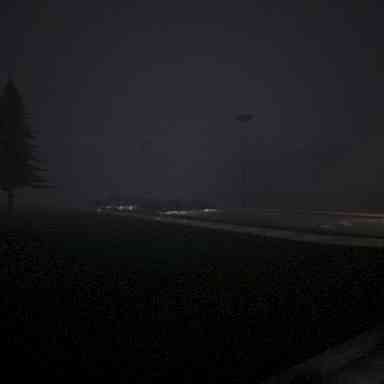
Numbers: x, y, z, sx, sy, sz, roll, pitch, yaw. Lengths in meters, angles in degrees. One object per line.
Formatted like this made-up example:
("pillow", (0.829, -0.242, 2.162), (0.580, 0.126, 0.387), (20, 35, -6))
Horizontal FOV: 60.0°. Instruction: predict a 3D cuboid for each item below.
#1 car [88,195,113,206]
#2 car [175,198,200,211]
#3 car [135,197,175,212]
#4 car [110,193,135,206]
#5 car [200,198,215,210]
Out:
("car", (-14.800, 1.613, 52.877), (1.895, 1.301, 4.718), (0, 0, -36))
("car", (-1.468, 1.479, 40.270), (1.812, 1.442, 4.674), (0, 0, -36))
("car", (-4.332, 1.486, 38.258), (1.812, 1.442, 4.674), (0, 0, -36))
("car", (-11.962, 1.229, 54.925), (2.150, 2.045, 5.566), (0, 0, -36))
("car", (1.074, 1.510, 42.711), (1.994, 1.385, 4.181), (0, 0, -36))
